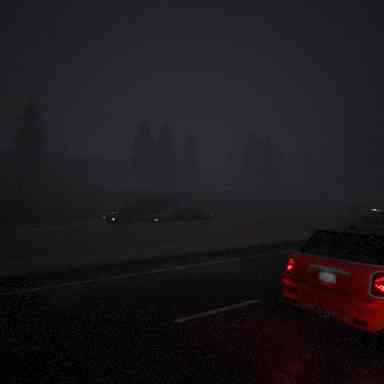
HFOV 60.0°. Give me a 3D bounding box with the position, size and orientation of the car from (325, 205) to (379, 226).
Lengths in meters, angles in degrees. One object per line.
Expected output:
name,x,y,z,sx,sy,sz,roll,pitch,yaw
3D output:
car,12.558,1.776,25.996,4.718,1.301,1.895,1,0,-38

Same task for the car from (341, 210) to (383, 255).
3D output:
car,8.796,1.598,14.320,4.902,1.511,2.128,0,0,-35

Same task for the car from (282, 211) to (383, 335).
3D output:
car,3.906,1.399,6.554,4.553,1.767,2.097,1,0,-35

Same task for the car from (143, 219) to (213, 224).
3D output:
car,-0.790,1.604,20.630,4.674,1.442,1.812,0,0,-36
